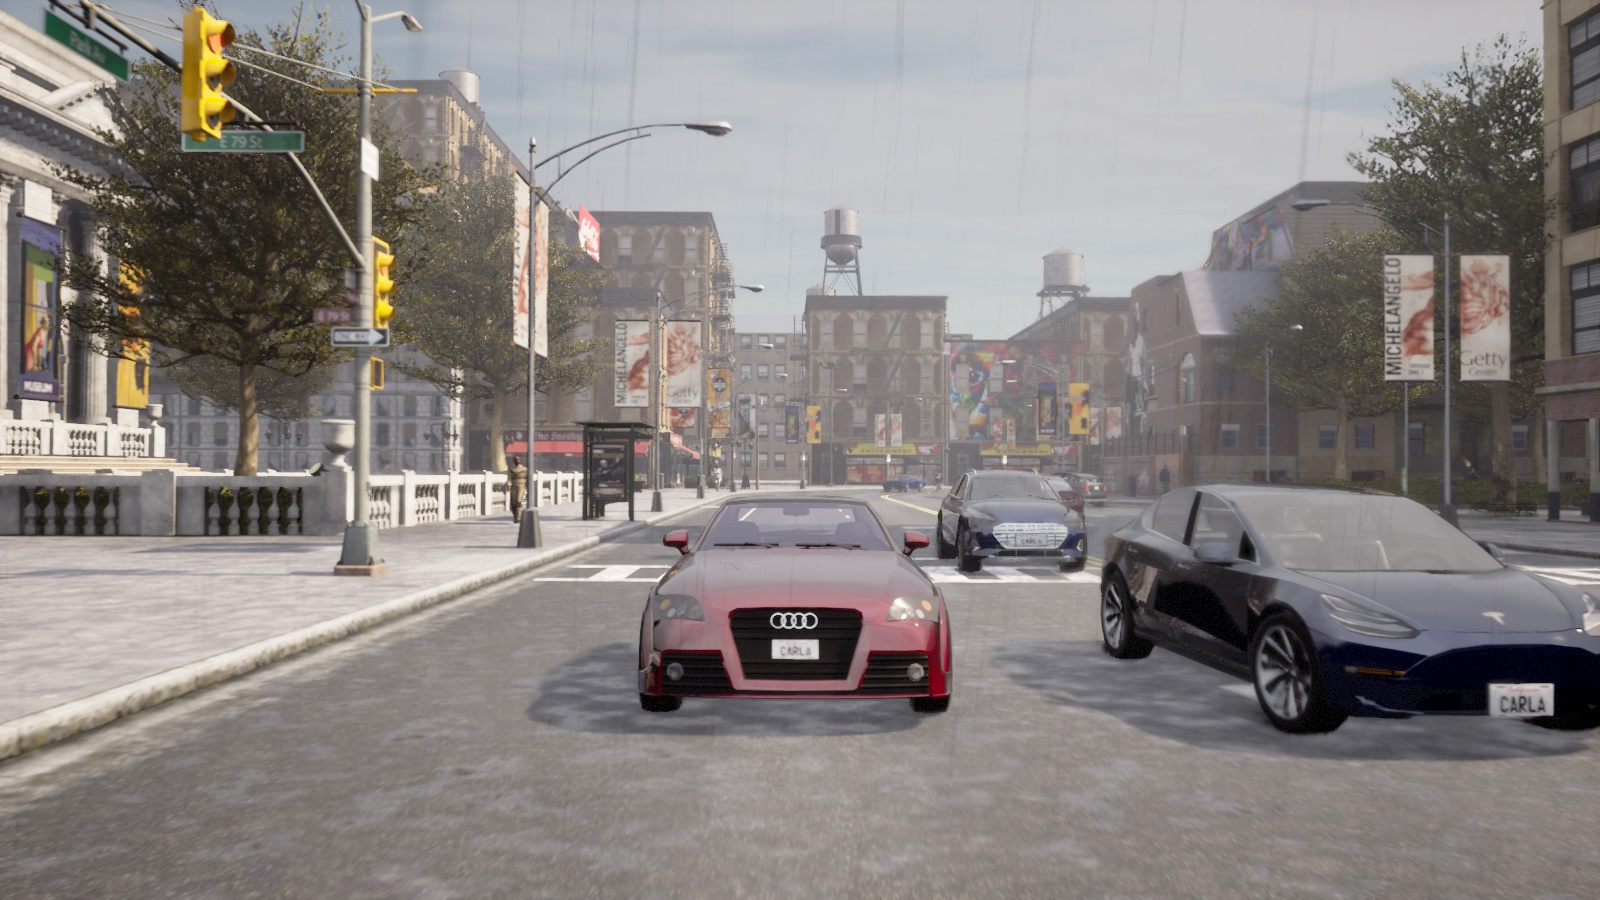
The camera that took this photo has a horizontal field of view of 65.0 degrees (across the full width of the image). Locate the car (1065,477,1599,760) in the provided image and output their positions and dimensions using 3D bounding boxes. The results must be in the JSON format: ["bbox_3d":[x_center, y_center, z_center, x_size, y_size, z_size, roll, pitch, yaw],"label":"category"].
[{"bbox_3d":[3.729,0.954,9.231,2.163,1.488,4.792,0,-1,-5],"label":"car"}]

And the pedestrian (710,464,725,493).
[{"bbox_3d":[-5.287,1.842,80.633,0.874,1.855,0.900,0,-1,2],"label":"pedestrian"}]

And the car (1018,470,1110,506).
[{"bbox_3d":[11.819,1.689,56.367,1.789,1.549,3.705,0,-1,-39],"label":"car"}]

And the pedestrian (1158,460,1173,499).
[{"bbox_3d":[17.622,1.415,60.565,0.402,1.842,0.726,0,-1,-10],"label":"pedestrian"}]

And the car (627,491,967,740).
[{"bbox_3d":[-0.022,1.037,9.463,1.994,1.385,4.181,0,-1,0],"label":"car"}]

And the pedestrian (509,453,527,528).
[{"bbox_3d":[-7.303,1.045,32.499,0.396,1.930,0.692,0,-1,-8],"label":"pedestrian"}]

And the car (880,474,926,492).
[{"bbox_3d":[7.836,2.473,94.922,1.895,1.301,4.718,-1,-1,26],"label":"car"}]

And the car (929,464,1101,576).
[{"bbox_3d":[3.450,1.084,21.108,2.033,1.649,4.856,0,-1,0],"label":"car"}]

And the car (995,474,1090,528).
[{"bbox_3d":[6.914,1.419,36.229,1.812,1.442,4.674,0,-1,0],"label":"car"}]
